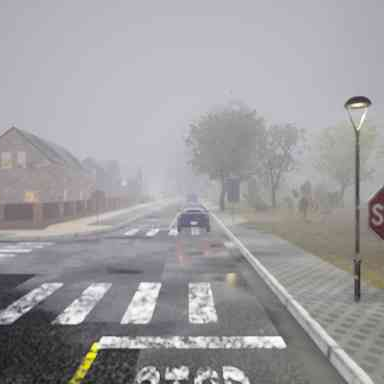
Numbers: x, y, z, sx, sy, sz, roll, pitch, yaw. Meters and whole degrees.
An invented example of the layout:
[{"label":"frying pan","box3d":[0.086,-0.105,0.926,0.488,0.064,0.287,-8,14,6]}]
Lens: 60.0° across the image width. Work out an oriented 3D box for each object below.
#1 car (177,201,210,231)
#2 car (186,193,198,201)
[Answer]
[{"label":"car","box3d":[0.095,1.507,20.124,1.812,1.442,4.674,0,0,0]},{"label":"car","box3d":[0.024,1.249,66.381,2.150,2.045,5.566,0,0,0]}]
